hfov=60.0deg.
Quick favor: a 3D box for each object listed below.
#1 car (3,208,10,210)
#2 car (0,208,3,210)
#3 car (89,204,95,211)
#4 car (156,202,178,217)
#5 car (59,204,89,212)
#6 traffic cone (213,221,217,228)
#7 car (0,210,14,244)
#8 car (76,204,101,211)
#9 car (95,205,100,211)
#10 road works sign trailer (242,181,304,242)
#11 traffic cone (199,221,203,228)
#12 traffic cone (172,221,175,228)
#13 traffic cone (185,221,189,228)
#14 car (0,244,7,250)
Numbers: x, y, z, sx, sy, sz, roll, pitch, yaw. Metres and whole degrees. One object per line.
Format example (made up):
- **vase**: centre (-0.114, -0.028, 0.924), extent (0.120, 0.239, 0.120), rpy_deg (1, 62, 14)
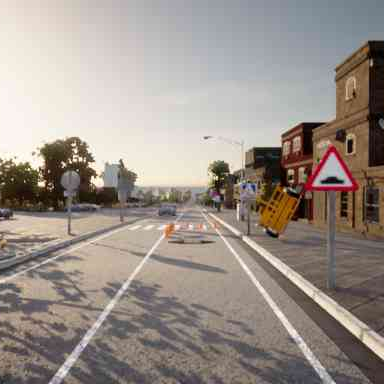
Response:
- **car**: centre (-21.940, 2.045, 36.108), extent (4.553, 1.767, 2.185), rpy_deg (0, -2, 0)
- **car**: centre (-21.881, 2.114, 32.934), extent (4.674, 1.452, 2.002), rpy_deg (0, -2, 0)
- **car**: centre (-21.781, 3.029, 63.702), extent (4.892, 1.521, 2.231), rpy_deg (0, -2, 0)
- **car**: centre (-3.251, 2.329, 44.110), extent (2.097, 1.767, 4.553), rpy_deg (0, -2, 0)
- **car**: centre (-21.798, 2.966, 60.426), extent (4.674, 1.452, 2.002), rpy_deg (0, -2, 0)
- **traffic cone**: centre (1.644, 2.304, 23.803), extent (0.340, 0.580, 0.340), rpy_deg (0, -2, 0)
- **car**: centre (-9.365, 1.558, 11.553), extent (5.366, 1.575, 1.946), rpy_deg (0, -1, 0)
- **car**: centre (-21.756, 3.268, 70.119), extent (4.674, 1.452, 2.002), rpy_deg (0, -2, 0)
- **car**: centre (-21.778, 3.130, 66.974), extent (5.008, 1.535, 2.097), rpy_deg (0, -2, 0)
- **road works sign trailer**: centre (4.244, 0.581, 16.464), extent (2.880, 2.380, 3.560), rpy_deg (33, 17, 31)
- **traffic cone**: centre (0.644, 2.304, 23.804), extent (0.340, 0.580, 0.340), rpy_deg (0, -2, 0)
- **traffic cone**: centre (-1.361, 2.197, 19.807), extent (0.340, 0.580, 0.340), rpy_deg (0, -1, 0)
- **traffic cone**: centre (-0.354, 2.304, 23.806), extent (0.340, 0.580, 0.340), rpy_deg (0, -2, 0)
- **car**: centre (-3.347, 1.479, 1.902), extent (1.882, 1.535, 5.008), rpy_deg (0, 0, 0)
